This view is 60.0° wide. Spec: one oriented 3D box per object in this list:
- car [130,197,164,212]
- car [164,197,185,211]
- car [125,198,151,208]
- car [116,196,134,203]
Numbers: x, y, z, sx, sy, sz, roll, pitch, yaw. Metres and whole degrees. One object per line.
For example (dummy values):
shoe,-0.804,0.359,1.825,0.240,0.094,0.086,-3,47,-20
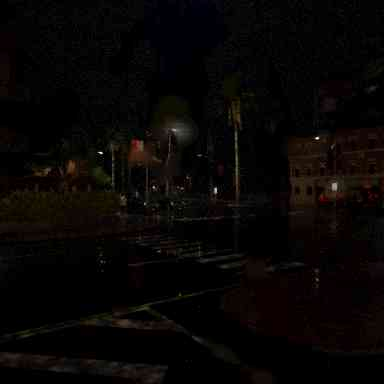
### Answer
car,-5.563,1.352,38.869,2.097,1.767,4.553,0,0,-35
car,-2.729,1.352,40.929,2.097,1.767,4.553,0,0,-35
car,-7.898,1.601,48.287,1.895,1.301,4.718,0,0,-35
car,-13.861,1.522,68.716,1.812,1.442,4.674,0,0,-39
